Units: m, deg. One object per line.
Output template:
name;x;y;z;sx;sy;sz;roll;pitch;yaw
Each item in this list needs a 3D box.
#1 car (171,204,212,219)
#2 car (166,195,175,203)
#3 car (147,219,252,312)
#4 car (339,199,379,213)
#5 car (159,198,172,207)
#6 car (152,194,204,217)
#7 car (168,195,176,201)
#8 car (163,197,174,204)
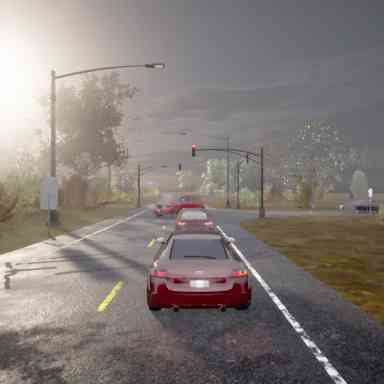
car;0.061;1.526;16.544;1.812;1.442;4.674;0;0;-2
car;-4.607;1.482;72.715;1.882;1.535;5.008;0;0;-2
car;0.099;1.564;7.784;1.994;1.385;4.181;0;0;-1
car;19.014;1.505;36.996;4.902;1.511;2.128;0;0;1
car;-4.158;1.603;53.151;1.895;1.301;4.718;0;0;-1
car;-1.124;1.222;30.249;2.150;2.045;5.566;-1;-1;38
car;-4.969;1.484;83.162;1.882;1.535;5.008;0;0;-2
car;-4.366;1.567;62.340;1.994;1.385;4.181;0;0;-1
